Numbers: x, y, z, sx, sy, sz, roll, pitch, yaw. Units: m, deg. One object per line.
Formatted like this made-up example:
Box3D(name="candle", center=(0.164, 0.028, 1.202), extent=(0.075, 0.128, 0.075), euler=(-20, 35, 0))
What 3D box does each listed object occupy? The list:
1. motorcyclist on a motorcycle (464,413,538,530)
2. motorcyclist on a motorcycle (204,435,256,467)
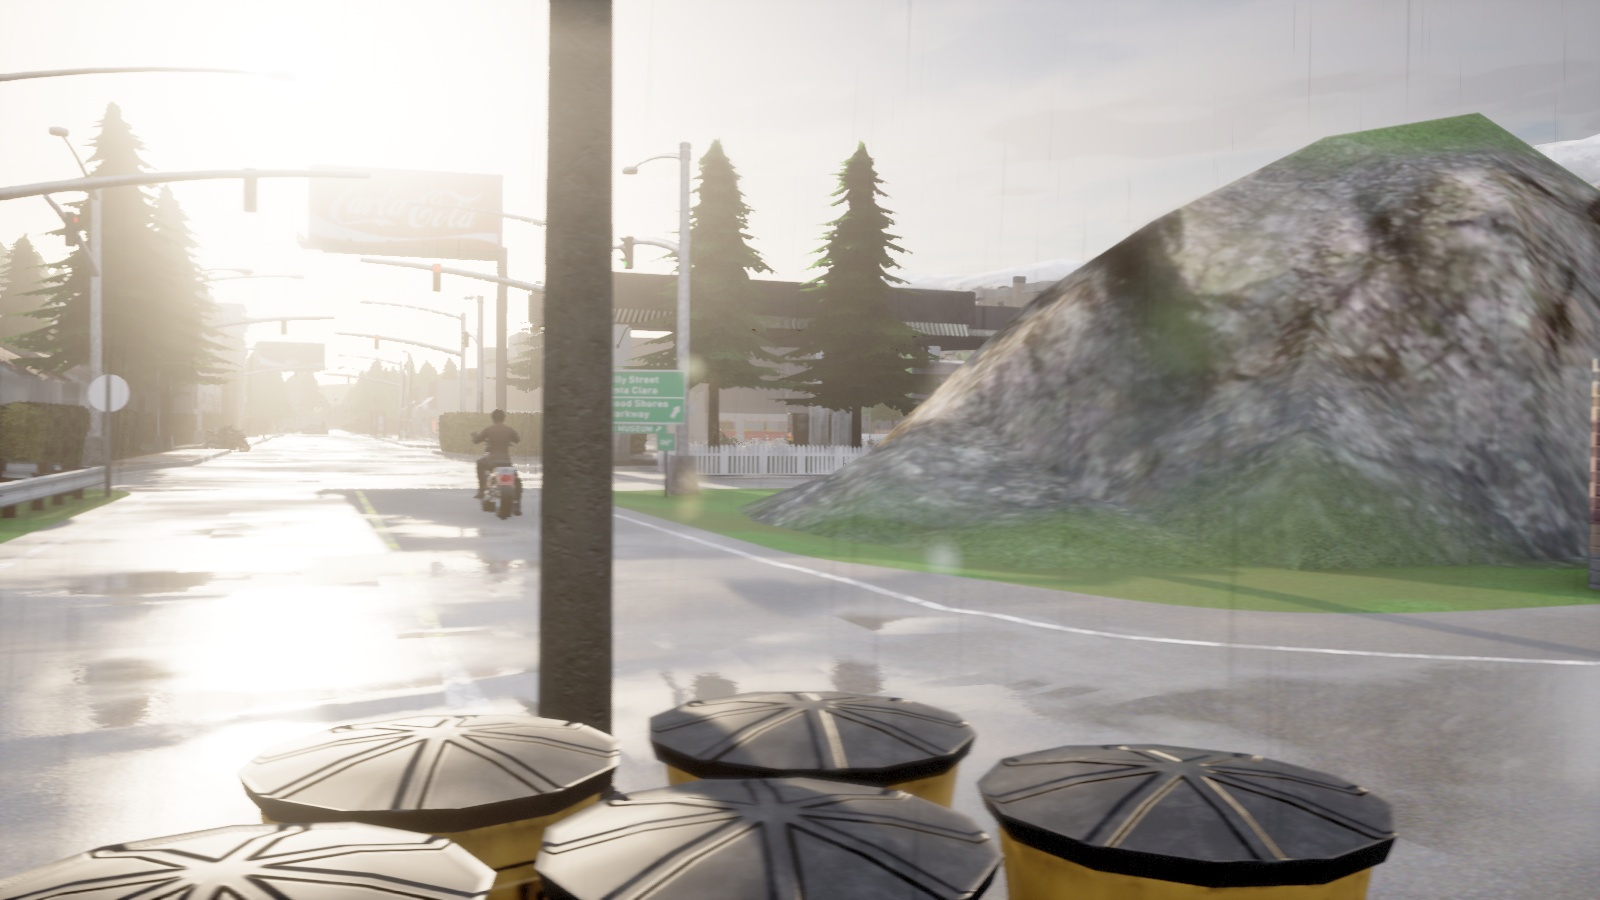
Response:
Box3D(name="motorcyclist on a motorcycle", center=(-4.564, 0.292, 19.046), extent=(0.766, 1.649, 2.350), euler=(-1, 1, -21))
Box3D(name="motorcyclist on a motorcycle", center=(-28.957, 0.049, 63.813), extent=(2.191, 1.530, 0.866), euler=(-1, 4, -4))
